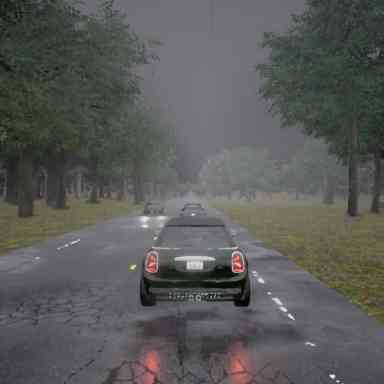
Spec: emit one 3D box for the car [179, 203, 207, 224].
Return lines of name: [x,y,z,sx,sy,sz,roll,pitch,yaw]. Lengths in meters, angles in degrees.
car: [0.071,1.568,25.441,1.994,1.385,4.181,0,0,0]

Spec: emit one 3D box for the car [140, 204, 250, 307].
car: [0.088,1.352,8.158,2.097,1.767,4.553,0,0,1]

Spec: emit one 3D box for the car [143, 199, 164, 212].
car: [-3.635,1.519,32.633,1.837,1.490,4.892,0,0,0]
